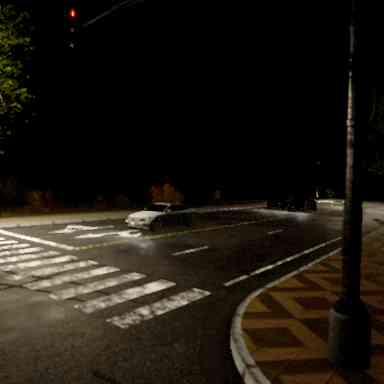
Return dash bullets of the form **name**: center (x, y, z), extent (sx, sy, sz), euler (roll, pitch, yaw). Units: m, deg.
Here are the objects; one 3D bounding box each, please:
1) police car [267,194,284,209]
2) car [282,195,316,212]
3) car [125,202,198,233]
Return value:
- **police car**: center (10.463, 1.093, 38.752), extent (1.930, 1.638, 5.238), euler (2, 1, 38)
- **car**: center (11.627, 1.268, 35.120), extent (1.837, 1.490, 4.892), euler (2, 1, 38)
- **car**: center (-1.536, 1.296, 18.407), extent (1.812, 1.442, 4.674), euler (2, 1, 38)
